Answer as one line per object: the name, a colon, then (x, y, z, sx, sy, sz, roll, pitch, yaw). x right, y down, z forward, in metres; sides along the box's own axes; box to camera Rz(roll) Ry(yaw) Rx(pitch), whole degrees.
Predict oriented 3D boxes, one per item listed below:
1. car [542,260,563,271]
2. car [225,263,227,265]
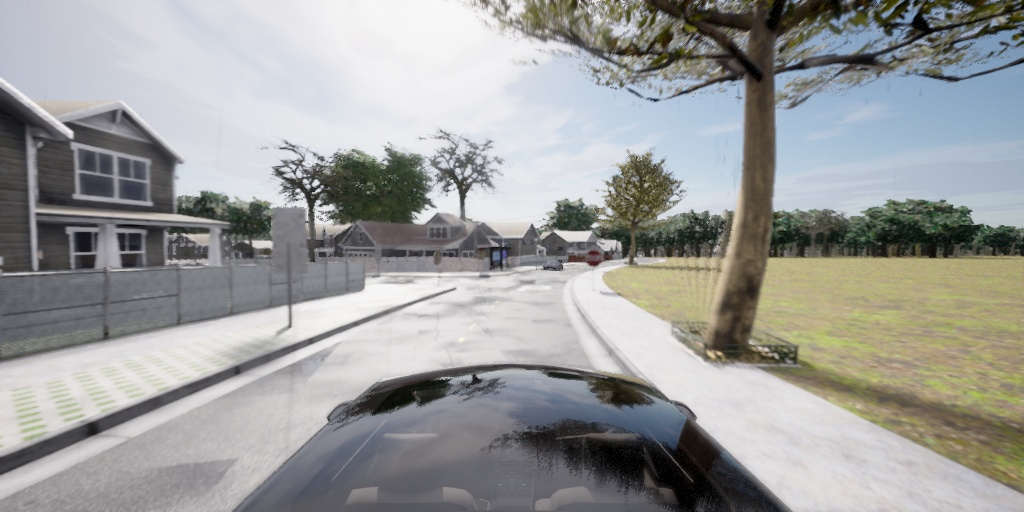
car: (5.248, 1.186, 45.694, 1.994, 1.385, 4.181, 1, 1, 19)
car: (-41.080, 1.453, 50.102, 1.994, 1.385, 4.181, -2, 1, -42)
